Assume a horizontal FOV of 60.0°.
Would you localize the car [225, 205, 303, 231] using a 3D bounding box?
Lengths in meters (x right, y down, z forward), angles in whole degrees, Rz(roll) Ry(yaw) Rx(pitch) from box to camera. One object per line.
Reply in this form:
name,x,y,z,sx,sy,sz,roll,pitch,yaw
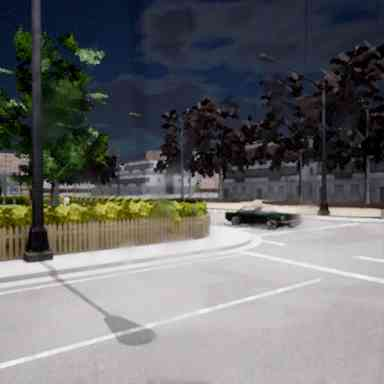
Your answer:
car,4.184,1.480,19.899,1.895,1.301,4.718,-1,0,-35
